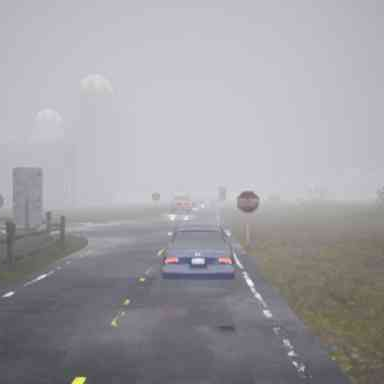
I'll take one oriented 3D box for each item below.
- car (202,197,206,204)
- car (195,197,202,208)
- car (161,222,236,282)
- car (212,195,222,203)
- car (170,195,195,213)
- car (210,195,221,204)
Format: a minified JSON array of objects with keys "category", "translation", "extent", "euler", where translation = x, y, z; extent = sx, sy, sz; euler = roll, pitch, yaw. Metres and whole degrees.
[{"category":"car","translation":[1.718,1.793,66.990],"extent":[1.994,1.385,4.181],"euler":[0,0,7]},{"category":"car","translation":[-0.042,1.755,52.124],"extent":[1.994,1.385,4.181],"euler":[0,0,6]},{"category":"car","translation":[0.207,1.589,9.889],"extent":[2.033,1.411,5.357],"euler":[0,0,2]},{"category":"car","translation":[5.914,1.548,79.135],"extent":[2.097,1.767,4.553],"euler":[0,0,7]},{"category":"car","translation":[-1.214,1.375,39.568],"extent":[2.150,2.045,5.566],"euler":[0,0,5]},{"category":"car","translation":[4.749,1.750,69.195],"extent":[2.128,1.511,4.902],"euler":[0,0,7]}]
